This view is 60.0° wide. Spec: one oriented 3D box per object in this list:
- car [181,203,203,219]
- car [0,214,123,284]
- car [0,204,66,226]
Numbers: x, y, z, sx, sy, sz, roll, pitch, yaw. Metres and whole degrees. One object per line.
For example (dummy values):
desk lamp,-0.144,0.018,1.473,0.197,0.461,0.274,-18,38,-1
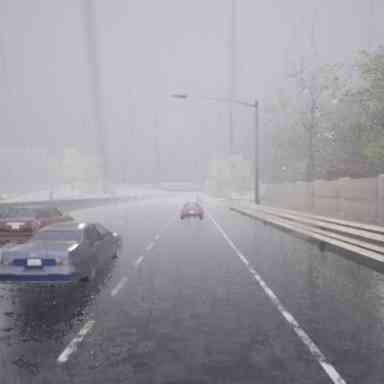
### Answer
car,-0.006,1.657,30.364,1.994,1.385,4.181,0,0,0
car,-3.402,1.572,9.688,2.033,1.411,5.357,0,0,0
car,-6.902,1.393,15.138,2.097,1.767,4.553,0,0,0
